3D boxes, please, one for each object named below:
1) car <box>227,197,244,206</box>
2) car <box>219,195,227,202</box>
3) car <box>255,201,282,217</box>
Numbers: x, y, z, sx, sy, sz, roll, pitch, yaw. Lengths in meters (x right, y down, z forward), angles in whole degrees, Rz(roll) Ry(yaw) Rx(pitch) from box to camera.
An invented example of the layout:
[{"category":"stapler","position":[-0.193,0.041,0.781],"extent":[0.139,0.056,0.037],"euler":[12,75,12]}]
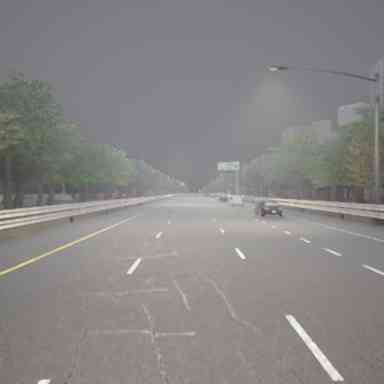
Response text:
[{"category":"car","position":[7.169,1.571,53.649],"extent":[1.812,1.442,4.674],"euler":[0,0,0]},{"category":"car","position":[7.351,1.529,78.283],"extent":[1.882,1.535,5.008],"euler":[0,0,1]},{"category":"car","position":[7.059,1.551,30.873],"extent":[1.812,1.442,4.674],"euler":[0,0,0]}]
